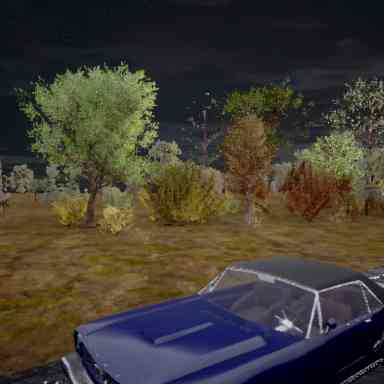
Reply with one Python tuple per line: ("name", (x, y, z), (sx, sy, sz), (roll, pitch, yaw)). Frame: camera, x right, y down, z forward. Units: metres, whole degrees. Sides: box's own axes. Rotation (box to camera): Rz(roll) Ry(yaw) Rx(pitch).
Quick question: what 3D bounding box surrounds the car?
("car", (1.003, 1.601, 4.094), (4.718, 1.301, 1.895), (0, 0, -37))
